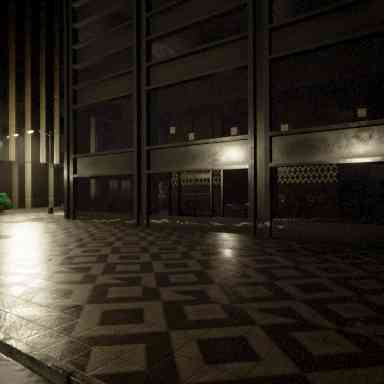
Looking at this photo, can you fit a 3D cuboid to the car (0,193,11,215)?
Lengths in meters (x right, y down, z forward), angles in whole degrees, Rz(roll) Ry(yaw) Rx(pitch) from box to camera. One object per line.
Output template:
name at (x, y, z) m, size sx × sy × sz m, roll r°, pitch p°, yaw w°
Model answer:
car at (-19.438, 1.110, 30.094) m, size 2.150 × 2.045 × 5.566 m, roll 0°, pitch 0°, yaw 37°

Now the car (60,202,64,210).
car at (-13.035, 1.320, 39.159) m, size 1.882 × 1.535 × 5.008 m, roll 0°, pitch 0°, yaw 35°
